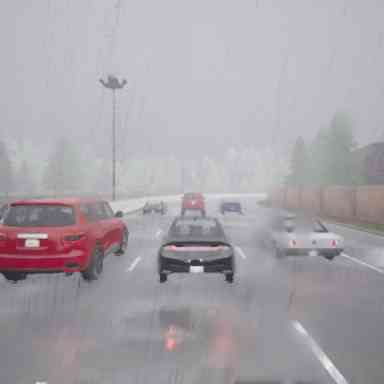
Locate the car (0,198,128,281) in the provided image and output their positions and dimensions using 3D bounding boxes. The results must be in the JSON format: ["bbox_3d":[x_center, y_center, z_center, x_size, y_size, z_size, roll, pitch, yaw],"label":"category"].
[{"bbox_3d":[-3.399,1.165,9.756,2.150,2.045,5.566,0,0,0],"label":"car"}]

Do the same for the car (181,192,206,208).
[{"bbox_3d":[0.102,1.039,31.671,2.150,2.045,5.566,0,0,0],"label":"car"}]

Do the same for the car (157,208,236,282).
[{"bbox_3d":[0.102,1.436,9.571,2.128,1.511,4.902,0,0,0],"label":"car"}]

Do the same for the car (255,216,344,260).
[{"bbox_3d":[3.601,1.531,12.110,1.895,1.301,4.718,0,0,0],"label":"car"}]

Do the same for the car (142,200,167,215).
[{"bbox_3d":[-3.399,1.421,31.182,1.895,1.301,4.718,0,0,0],"label":"car"}]

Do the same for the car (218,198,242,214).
[{"bbox_3d":[3.603,1.292,32.237,1.882,1.535,5.008,0,0,0],"label":"car"}]
